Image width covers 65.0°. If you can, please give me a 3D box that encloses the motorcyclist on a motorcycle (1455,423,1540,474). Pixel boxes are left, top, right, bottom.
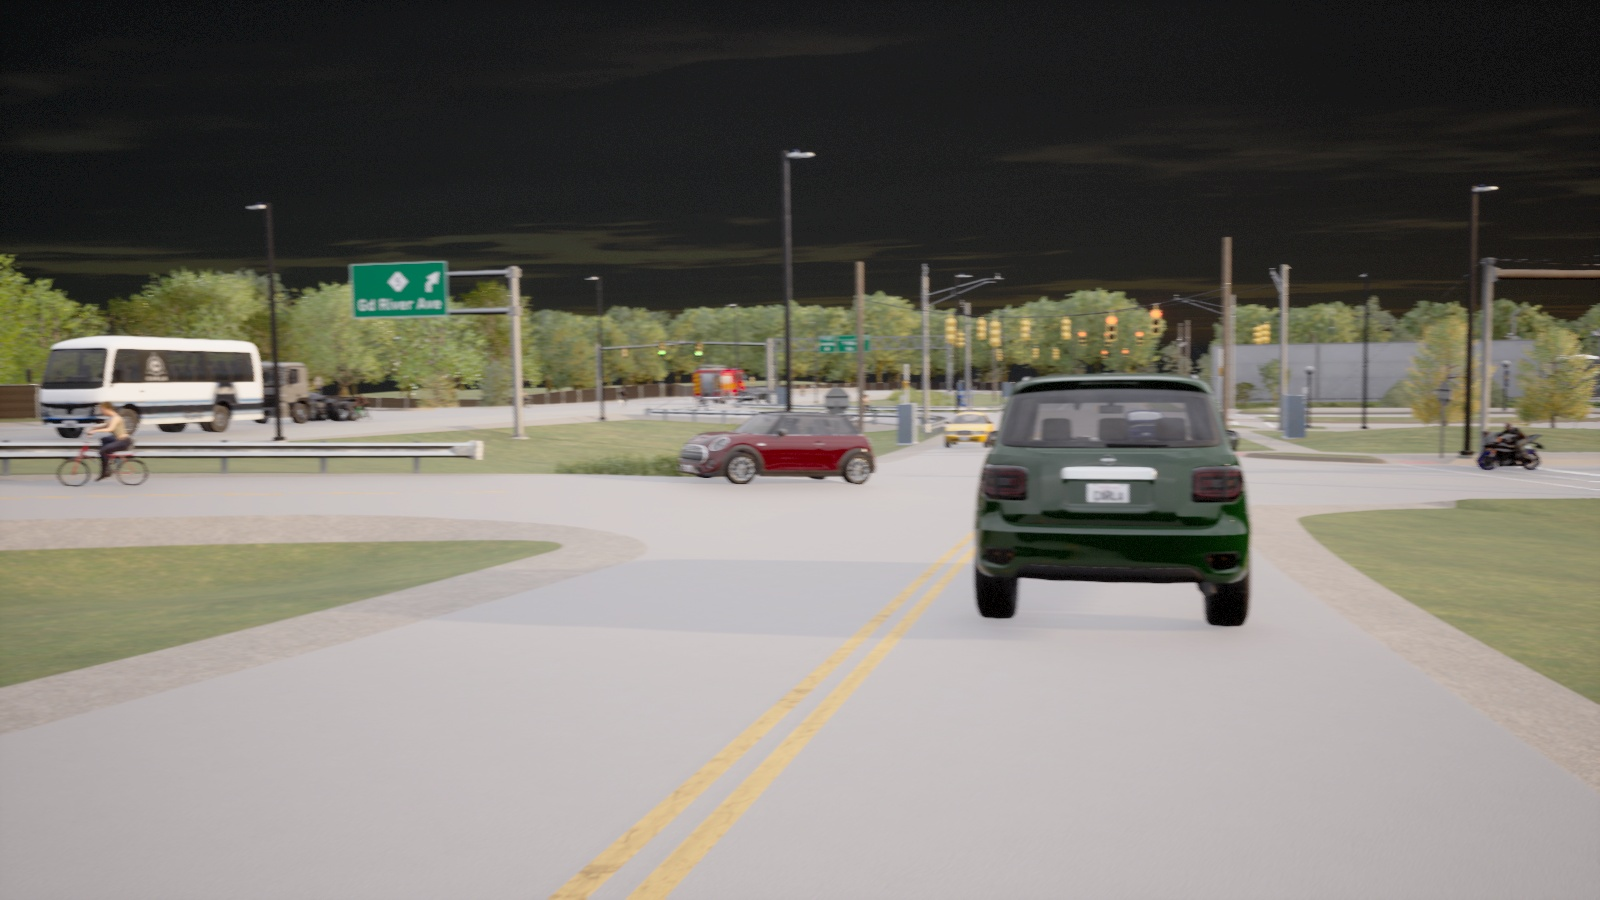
[{"bbox_3d":[21.641,-0.047,38.959,2.191,1.530,0.866,0,4,-12],"label":"motorcyclist on a motorcycle"}]

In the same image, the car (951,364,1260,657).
[{"bbox_3d":[2.831,0.381,11.722,2.150,2.045,5.566,0,1,14],"label":"car"}]

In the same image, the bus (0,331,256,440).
[{"bbox_3d":[-28.606,-2.795,54.184,3.944,4.253,10.273,0,3,13],"label":"bus"}]

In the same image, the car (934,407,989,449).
[{"bbox_3d":[6.842,-0.953,52.745,1.801,1.575,5.366,0,3,12],"label":"car"}]

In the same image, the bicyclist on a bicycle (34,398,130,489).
[{"bbox_3d":[-13.296,-0.130,23.314,1.509,1.612,0.866,0,4,-28],"label":"bicyclist on a bicycle"}]

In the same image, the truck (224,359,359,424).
[{"bbox_3d":[-28.370,-3.323,70.564,2.891,3.462,7.936,0,3,13],"label":"truck"}]

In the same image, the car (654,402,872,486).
[{"bbox_3d":[-0.851,-0.136,29.231,4.553,1.767,2.097,1,2,-29],"label":"car"}]
